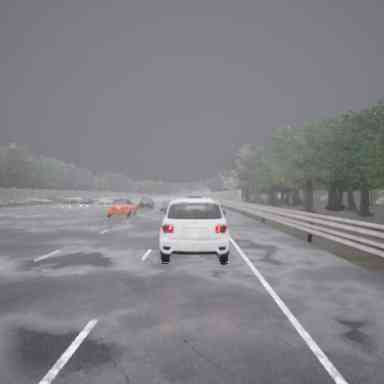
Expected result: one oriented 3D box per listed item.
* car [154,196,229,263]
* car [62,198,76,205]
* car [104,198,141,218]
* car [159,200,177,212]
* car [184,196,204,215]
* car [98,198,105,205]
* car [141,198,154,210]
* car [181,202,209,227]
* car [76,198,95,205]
[{"bbox_3d":[0.097,1.256,12.201,2.150,2.045,5.566,0,-1,1],"label":"car"},{"bbox_3d":[-24.624,1.959,67.098,1.895,1.301,4.718,0,-1,-1],"label":"car"},{"bbox_3d":[-6.681,1.502,32.377,2.097,1.767,4.553,0,-1,0],"label":"car"},{"bbox_3d":[-3.221,1.850,45.153,2.033,1.411,5.357,0,-1,0],"label":"car"},{"bbox_3d":[0.215,1.489,39.159,2.150,2.045,5.566,0,-1,0],"label":"car"},{"bbox_3d":[-17.625,1.944,67.260,1.812,1.442,4.674,0,-1,-1],"label":"car"},{"bbox_3d":[-6.766,1.677,50.007,2.097,1.767,4.553,0,-1,-1],"label":"car"},{"bbox_3d":[0.200,1.610,25.046,1.882,1.535,5.008,0,-1,0],"label":"car"},{"bbox_3d":[-21.125,1.932,67.195,2.033,1.411,5.357,0,-1,-1],"label":"car"}]
